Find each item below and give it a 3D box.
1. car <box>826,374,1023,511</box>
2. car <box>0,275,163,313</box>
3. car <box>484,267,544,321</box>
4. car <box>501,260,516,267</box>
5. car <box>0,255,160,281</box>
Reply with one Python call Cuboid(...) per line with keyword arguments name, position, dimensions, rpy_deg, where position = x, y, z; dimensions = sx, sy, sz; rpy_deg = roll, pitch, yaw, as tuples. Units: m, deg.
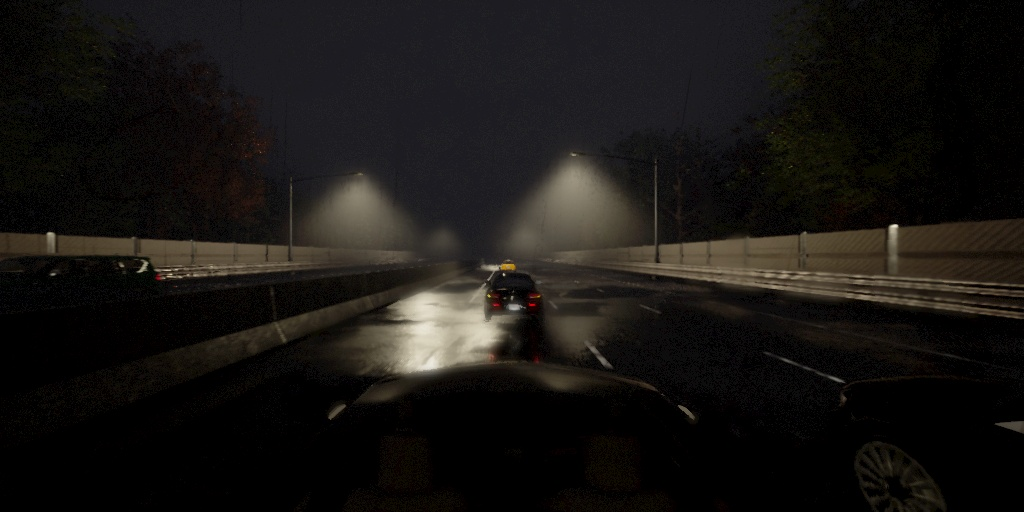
Cuboid(name="car", position=(3.593, 1.240, 1.039), dimensions=(2.128, 1.511, 4.902), rpy_deg=(0, 0, 0))
Cuboid(name="car", position=(-10.596, 1.318, 8.105), dimensions=(1.994, 1.385, 4.181), rpy_deg=(0, 0, 0))
Cuboid(name="car", position=(0.058, 1.279, 12.349), dimensions=(1.812, 1.442, 4.674), rpy_deg=(0, 0, 0))
Cuboid(name="car", position=(-0.429, 1.221, 44.592), dimensions=(1.801, 1.575, 5.366), rpy_deg=(0, 0, -1))
Cuboid(name="car", position=(-14.091, 0.979, 11.005), dimensions=(2.150, 2.045, 5.566), rpy_deg=(0, 0, 0))
